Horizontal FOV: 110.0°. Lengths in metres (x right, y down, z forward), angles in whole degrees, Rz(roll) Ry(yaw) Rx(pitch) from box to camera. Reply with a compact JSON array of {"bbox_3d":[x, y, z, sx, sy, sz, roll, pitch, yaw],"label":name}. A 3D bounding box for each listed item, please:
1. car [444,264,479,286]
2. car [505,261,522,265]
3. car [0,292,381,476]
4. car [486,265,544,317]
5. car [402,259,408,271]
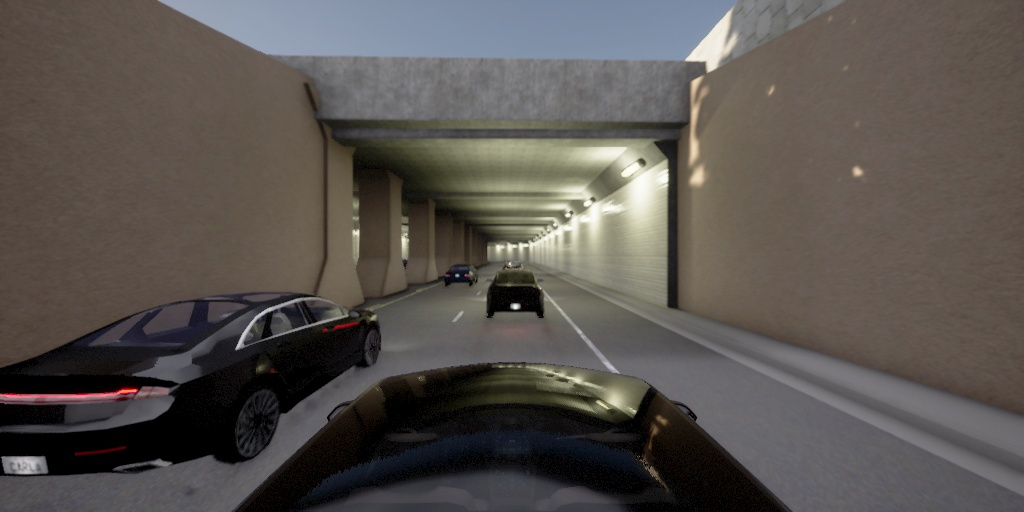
[{"bbox_3d":[-3.392,1.260,24.738,2.033,1.411,5.357,0,0,0],"label":"car"},{"bbox_3d":[0.110,1.195,30.043,2.128,1.511,4.902,0,0,0],"label":"car"},{"bbox_3d":[-3.401,1.238,4.931,2.128,1.511,4.902,0,0,0],"label":"car"},{"bbox_3d":[0.105,1.236,13.025,1.837,1.490,4.892,0,0,0],"label":"car"},{"bbox_3d":[-14.060,1.156,45.450,1.882,1.535,5.008,0,0,0],"label":"car"}]
